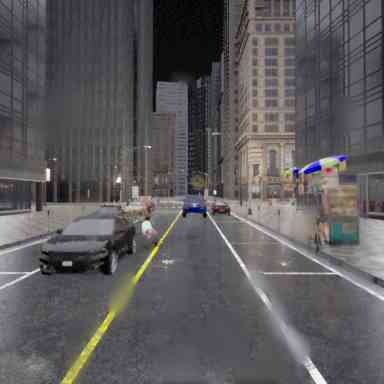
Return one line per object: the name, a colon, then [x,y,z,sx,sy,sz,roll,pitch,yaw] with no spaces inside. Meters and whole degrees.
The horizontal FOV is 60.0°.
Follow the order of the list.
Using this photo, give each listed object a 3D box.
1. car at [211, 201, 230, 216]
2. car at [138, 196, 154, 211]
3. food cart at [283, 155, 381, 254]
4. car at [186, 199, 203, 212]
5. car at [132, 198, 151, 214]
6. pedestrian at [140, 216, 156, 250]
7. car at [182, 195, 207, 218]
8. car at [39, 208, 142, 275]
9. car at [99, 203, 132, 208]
car: [2.874,1.613,33.852,1.887,1.381,4.507,0,0,0]
car: [-5.617,1.405,39.366,2.192,1.841,5.009,0,0,0]
food cart: [5.701,0.480,14.370,2.280,3.560,4.660,-1,-1,0]
car: [0.290,1.650,42.160,2.033,1.411,5.357,0,0,1]
car: [-5.652,1.593,33.735,1.752,1.417,4.829,0,0,0]
pedestrian: [-1.821,1.306,13.555,0.375,1.860,0.375,1,-1,-18]
car: [0.252,1.281,31.443,2.150,2.045,5.566,0,0,0]
car: [-3.043,1.486,10.644,1.882,1.535,5.008,0,0,0]
car: [-5.716,1.599,22.988,1.947,1.339,4.313,1,0,0]
